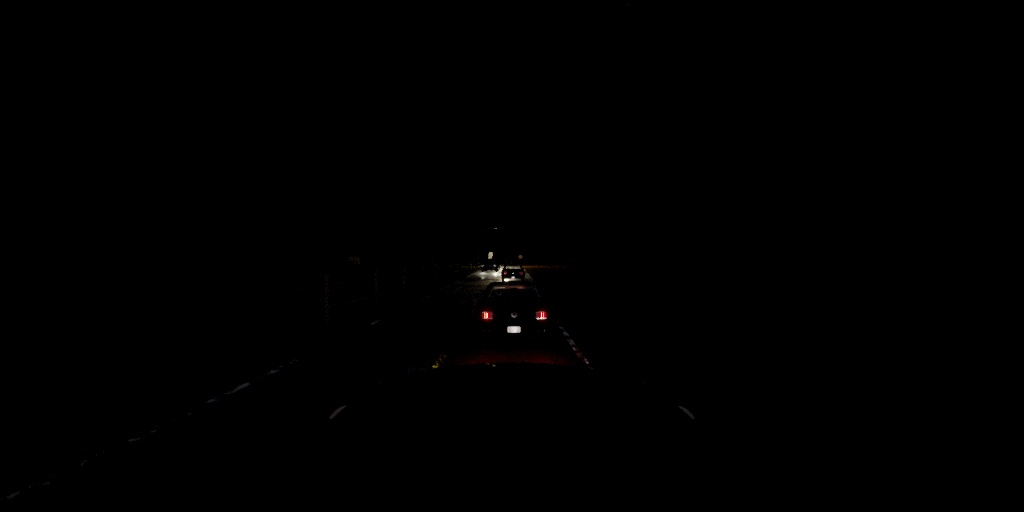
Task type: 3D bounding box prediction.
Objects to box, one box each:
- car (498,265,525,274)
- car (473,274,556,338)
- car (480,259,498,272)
[{"bbox_3d":[0.084,1.376,29.955,1.895,1.301,4.718,0,0,0],"label":"car"},{"bbox_3d":[0.061,1.355,10.220,1.895,1.301,4.718,0,0,0],"label":"car"},{"bbox_3d":[-2.822,1.148,45.701,2.097,1.767,4.553,0,0,0],"label":"car"}]
